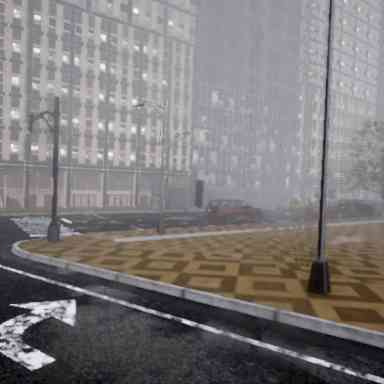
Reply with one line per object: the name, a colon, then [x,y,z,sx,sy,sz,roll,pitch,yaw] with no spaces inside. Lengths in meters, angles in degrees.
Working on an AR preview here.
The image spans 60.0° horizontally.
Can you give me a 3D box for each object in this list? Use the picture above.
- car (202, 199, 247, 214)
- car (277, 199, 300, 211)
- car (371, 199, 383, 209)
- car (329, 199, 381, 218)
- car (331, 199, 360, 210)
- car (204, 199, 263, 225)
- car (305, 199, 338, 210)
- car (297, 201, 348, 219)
car: [3.446,1.456,35.249,4.403,1.369,2.008,1,2,-34]
car: [12.661,1.579,41.556,4.829,1.417,1.752,1,2,-34]
car: [31.511,1.926,54.461,4.313,1.339,1.947,1,2,-34]
car: [17.253,1.691,35.146,5.009,1.841,2.192,1,2,-34]
car: [22.155,1.790,48.058,4.206,1.307,1.802,1,2,-34]
car: [3.221,1.464,25.540,5.009,1.841,2.192,1,2,-34]
car: [17.478,1.698,44.855,4.313,1.339,1.947,1,2,-34]
car: [12.568,1.845,31.950,4.507,1.381,1.887,1,2,-34]
